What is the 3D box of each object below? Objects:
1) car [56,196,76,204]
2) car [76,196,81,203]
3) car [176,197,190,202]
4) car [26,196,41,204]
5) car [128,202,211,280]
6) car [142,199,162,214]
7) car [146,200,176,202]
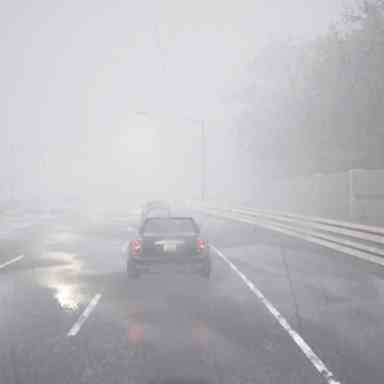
[{"bbox_3d":[-24.578,1.643,63.902,2.033,1.411,5.357,0,0,-36],"label":"car"},{"bbox_3d":[-25.162,1.577,70.354,1.882,1.535,5.008,0,0,-39],"label":"car"},{"bbox_3d":[-1.030,1.560,56.902,2.033,1.411,5.357,0,0,25],"label":"car"},{"bbox_3d":[-32.448,1.649,68.144,2.128,1.511,4.902,0,0,-41],"label":"car"},{"bbox_3d":[-0.700,1.357,10.158,2.097,1.767,4.553,0,0,-5],"label":"car"},{"bbox_3d":[-4.397,1.568,36.844,2.033,1.411,5.357,0,0,-5],"label":"car"},{"bbox_3d":[-2.633,1.365,24.343,2.097,1.767,4.553,0,0,-9],"label":"car"}]
